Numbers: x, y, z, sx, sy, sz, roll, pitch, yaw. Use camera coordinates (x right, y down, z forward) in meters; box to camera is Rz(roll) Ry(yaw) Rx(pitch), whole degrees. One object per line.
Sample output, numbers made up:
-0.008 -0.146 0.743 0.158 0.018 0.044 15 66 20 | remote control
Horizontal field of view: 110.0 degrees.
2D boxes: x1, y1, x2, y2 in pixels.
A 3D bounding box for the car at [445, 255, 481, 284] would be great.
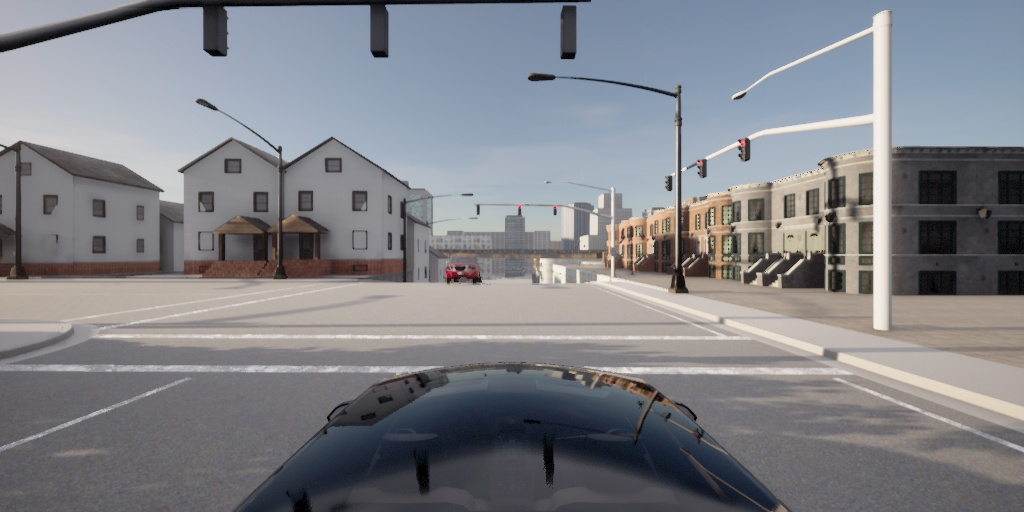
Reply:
-3.498 0.944 26.685 2.150 2.045 5.566 0 -3 -1 | car
